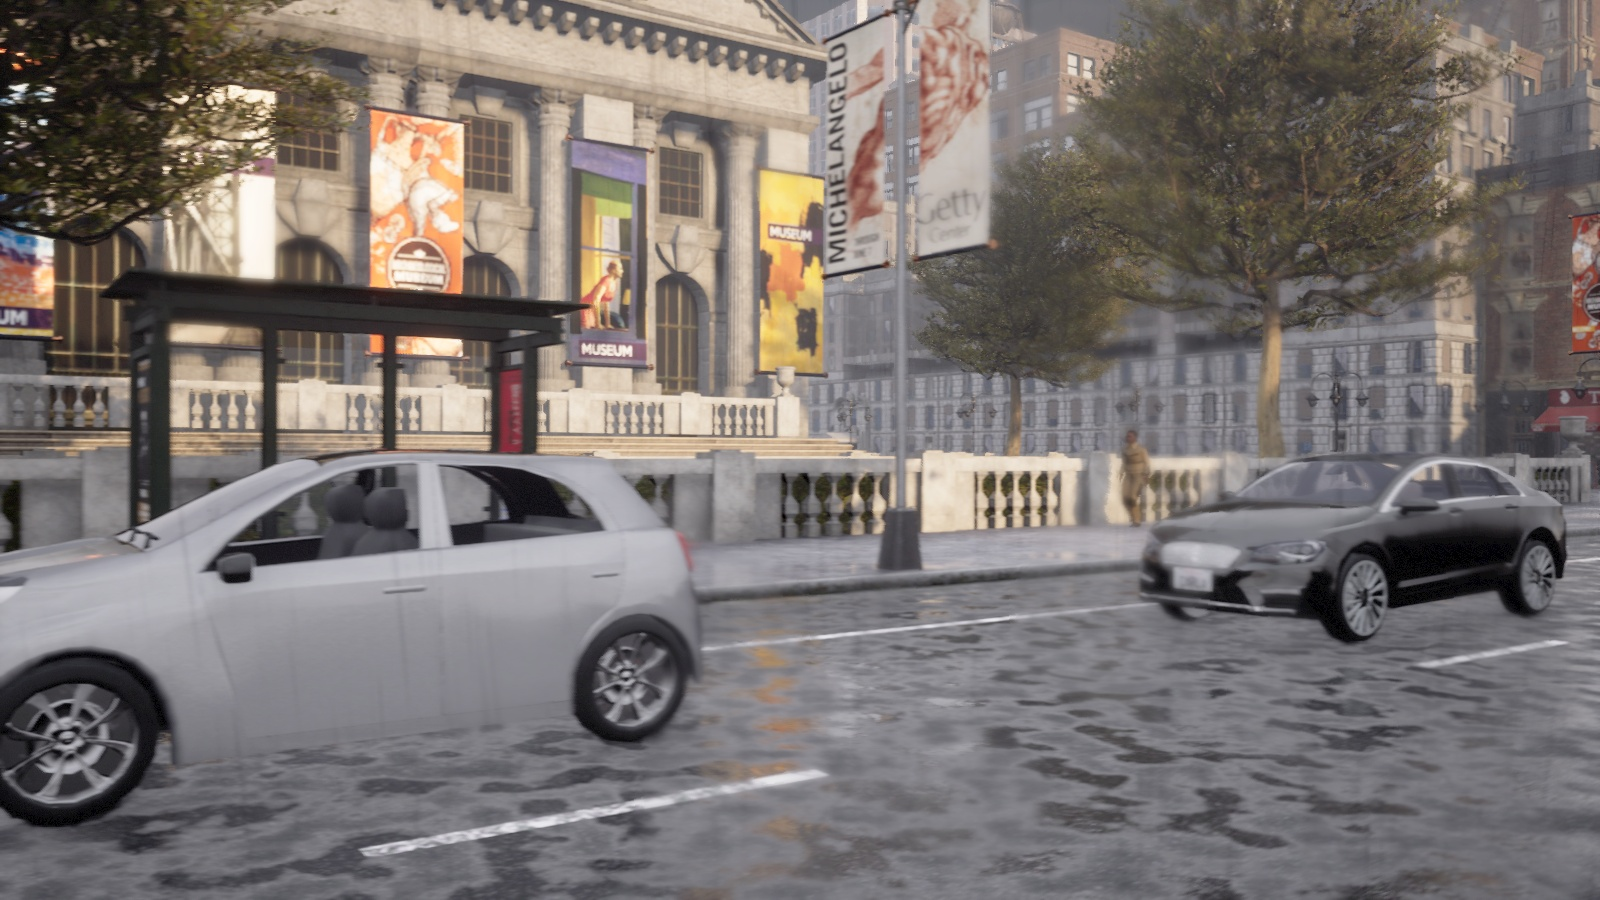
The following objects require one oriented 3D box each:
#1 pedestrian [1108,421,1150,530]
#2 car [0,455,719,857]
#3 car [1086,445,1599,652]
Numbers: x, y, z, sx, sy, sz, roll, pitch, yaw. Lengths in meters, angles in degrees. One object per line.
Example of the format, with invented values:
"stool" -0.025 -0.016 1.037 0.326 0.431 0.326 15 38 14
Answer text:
"pedestrian" 5.929 0.449 22.628 0.692 1.930 0.396 0 0 -41
"car" -2.438 0.780 6.226 3.633 1.501 1.845 0 0 -35
"car" 5.110 0.719 11.486 4.902 1.511 2.128 0 0 -35
